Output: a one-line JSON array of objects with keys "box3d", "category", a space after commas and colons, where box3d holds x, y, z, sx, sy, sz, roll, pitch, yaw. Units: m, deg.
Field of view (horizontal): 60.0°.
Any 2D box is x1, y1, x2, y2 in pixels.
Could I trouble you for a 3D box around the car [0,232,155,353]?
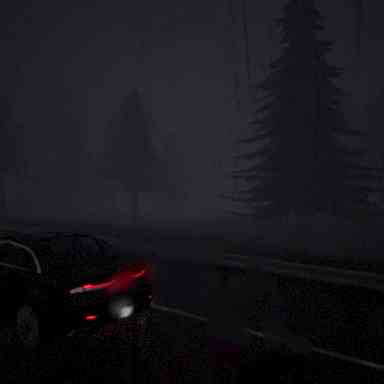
[{"box3d": [-2.877, 1.503, 6.212, 4.902, 1.511, 2.128, 0, 0, 37], "category": "car"}]
